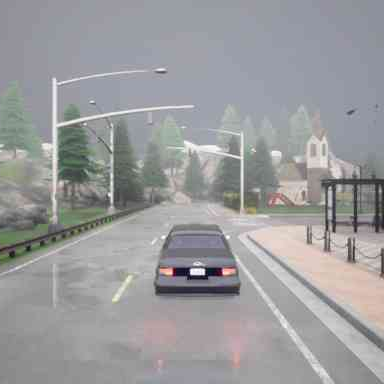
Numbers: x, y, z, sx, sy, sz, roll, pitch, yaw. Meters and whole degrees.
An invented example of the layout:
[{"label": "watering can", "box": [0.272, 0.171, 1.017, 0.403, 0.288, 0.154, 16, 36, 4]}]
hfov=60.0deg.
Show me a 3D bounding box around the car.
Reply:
[{"label": "car", "box": [0.103, 1.547, 8.762, 2.033, 1.411, 5.357, 0, 0, 0]}]
